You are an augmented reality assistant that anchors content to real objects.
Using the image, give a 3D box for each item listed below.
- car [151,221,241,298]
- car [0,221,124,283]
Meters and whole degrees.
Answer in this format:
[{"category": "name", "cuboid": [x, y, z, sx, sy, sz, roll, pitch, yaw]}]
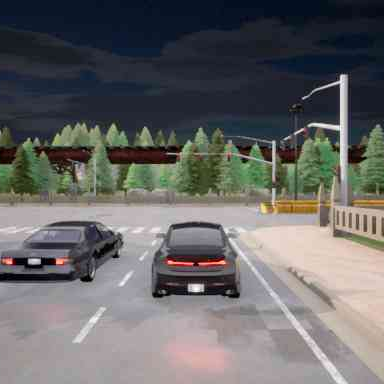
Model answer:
[{"category": "car", "cuboid": [0.101, 1.504, 8.492, 1.837, 1.490, 4.892, 0, 0, 1]}, {"category": "car", "cuboid": [-3.385, 1.547, 9.682, 2.033, 1.411, 5.357, 0, 0, 0]}]
